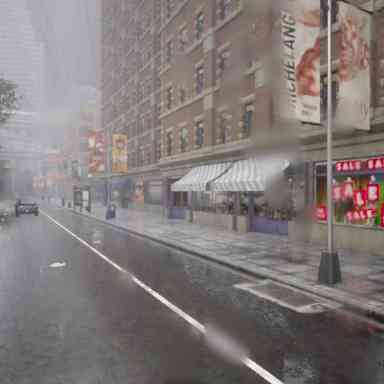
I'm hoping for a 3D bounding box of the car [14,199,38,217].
[{"bbox_3d":[-15.674,1.492,31.517,2.128,1.511,4.902,0,0,-28],"label":"car"}]

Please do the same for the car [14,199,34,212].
[{"bbox_3d":[-20.261,1.547,40.114,2.033,1.411,5.357,0,0,-27],"label":"car"}]
